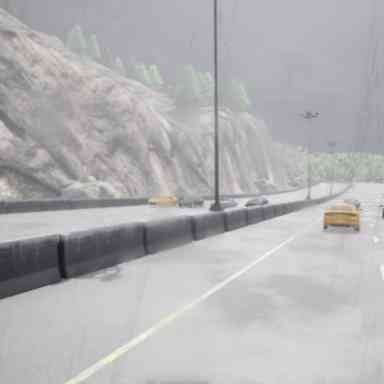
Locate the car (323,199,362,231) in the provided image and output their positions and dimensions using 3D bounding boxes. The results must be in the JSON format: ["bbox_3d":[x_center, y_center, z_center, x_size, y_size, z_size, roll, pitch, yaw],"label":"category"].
[{"bbox_3d":[9.330,1.435,20.576,1.882,1.535,5.008,1,1,27],"label":"car"}]

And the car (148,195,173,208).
[{"bbox_3d":[-3.563,1.135,41.821,1.882,1.535,5.008,1,0,27],"label":"car"}]

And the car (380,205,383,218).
[{"bbox_3d":[16.640,1.500,27.140,1.837,1.490,4.892,1,0,27],"label":"car"}]

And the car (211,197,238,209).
[{"bbox_3d":[4.123,1.350,41.438,1.895,1.301,4.718,1,0,28],"label":"car"}]

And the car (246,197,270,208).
[{"bbox_3d":[8.443,1.342,42.150,2.033,1.411,5.357,1,0,28],"label":"car"}]

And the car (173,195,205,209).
[{"bbox_3d":[0.016,1.210,41.123,1.837,1.490,4.892,1,0,27],"label":"car"}]
